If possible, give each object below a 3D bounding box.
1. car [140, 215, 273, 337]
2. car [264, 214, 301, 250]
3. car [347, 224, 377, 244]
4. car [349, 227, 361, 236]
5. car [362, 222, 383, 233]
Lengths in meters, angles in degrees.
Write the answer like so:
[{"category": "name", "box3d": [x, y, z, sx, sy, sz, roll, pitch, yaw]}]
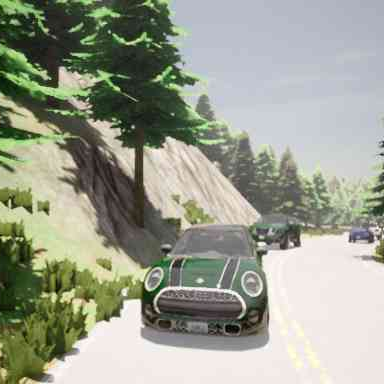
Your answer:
[{"category": "car", "box3d": [0.500, 1.497, 7.154, 2.097, 1.767, 4.553, 0, -2, 11]}, {"category": "car", "box3d": [5.150, 2.355, 20.390, 2.150, 2.045, 5.566, 0, -5, 30]}, {"category": "car", "box3d": [15.899, 4.034, 31.188, 1.812, 1.442, 4.674, -1, -6, 33]}, {"category": "car", "box3d": [29.401, 7.035, 59.932, 1.812, 1.442, 4.674, 0, -6, 27]}, {"category": "car", "box3d": [21.461, 4.699, 39.915, 2.150, 2.045, 5.566, -1, -6, 32]}]
